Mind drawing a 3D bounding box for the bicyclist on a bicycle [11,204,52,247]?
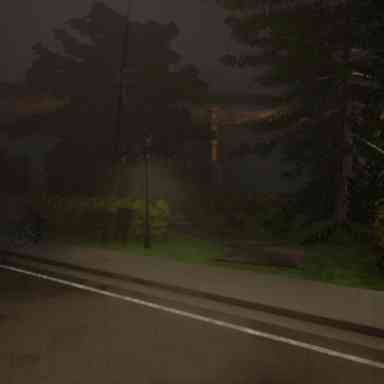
[{"bbox_3d":[-6.284,1.308,13.100,0.582,1.620,1.656,0,0,35],"label":"bicyclist on a bicycle"}]
